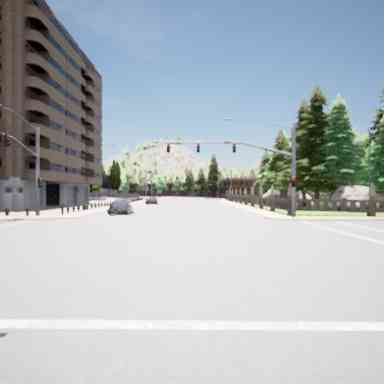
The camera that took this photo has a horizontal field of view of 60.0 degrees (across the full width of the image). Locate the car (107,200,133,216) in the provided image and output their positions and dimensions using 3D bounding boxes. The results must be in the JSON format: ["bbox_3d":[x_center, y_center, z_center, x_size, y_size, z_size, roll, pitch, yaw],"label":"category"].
[{"bbox_3d":[-6.992,1.552,32.835,1.812,1.442,4.674,0,0,0],"label":"car"}]

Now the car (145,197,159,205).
[{"bbox_3d":[-6.988,1.591,58.581,1.994,1.385,4.181,0,0,0],"label":"car"}]
